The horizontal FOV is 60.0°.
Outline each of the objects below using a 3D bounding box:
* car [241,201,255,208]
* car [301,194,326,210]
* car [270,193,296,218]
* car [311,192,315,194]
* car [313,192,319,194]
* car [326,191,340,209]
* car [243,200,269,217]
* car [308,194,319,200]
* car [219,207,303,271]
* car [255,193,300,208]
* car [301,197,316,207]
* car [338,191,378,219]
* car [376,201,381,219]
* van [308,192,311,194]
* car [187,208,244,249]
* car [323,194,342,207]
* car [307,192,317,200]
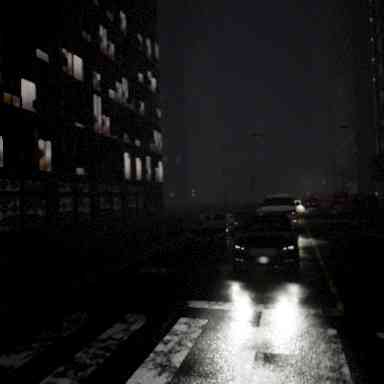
[{"bbox_3d":[4.852,1.630,27.755,1.947,1.339,4.313,-2,0,17],"label":"car"},{"bbox_3d":[14.367,1.358,39.627,2.033,1.411,5.357,-2,-1,17],"label":"car"},{"bbox_3d":[8.596,1.176,31.285,2.150,2.045,5.566,-2,-1,16],"label":"car"},{"bbox_3d":[24.168,1.089,63.247,1.967,1.590,4.097,-2,0,17],"label":"car"},{"bbox_3d":[22.559,1.207,57.840,1.887,1.381,4.507,-2,0,17],"label":"car"},{"bbox_3d":[17.649,0.917,39.984,2.150,2.045,5.566,-2,-1,17],"label":"car"},{"bbox_3d":[6.463,1.604,33.162,2.008,1.369,4.403,-2,0,17],"label":"car"},{"bbox_3d":[29.006,1.160,79.465,2.008,1.369,4.403,-2,0,17],"label":"car"},{"bbox_3d":[2.530,1.487,10.951,2.128,1.511,4.902,-2,-1,17],"label":"car"},{"bbox_3d":[5.523,1.197,21.019,2.150,2.045,5.566,-2,-1,17],"label":"car"},{"bbox_3d":[17.103,1.392,48.967,1.895,1.301,4.718,-2,-1,17],"label":"car"},{"bbox_3d":[12.880,1.052,25.404,2.192,1.841,5.009,-2,0,17],"label":"car"},{"bbox_3d":[9.436,1.286,13.963,1.752,1.417,4.829,-2,0,17],"label":"car"},{"bbox_3d":[27.388,0.964,74.059,1.690,1.788,3.998,-2,0,17],"label":"van"},{"bbox_3d":[1.048,1.640,14.901,2.008,1.369,4.403,-2,0,17],"label":"car"},{"bbox_3d":[19.682,1.149,46.652,1.882,1.535,5.008,-2,-1,17],"label":"car"},{"bbox_3d":[30.611,0.910,84.872,2.192,1.841,5.009,-2,0,17],"label":"car"}]
